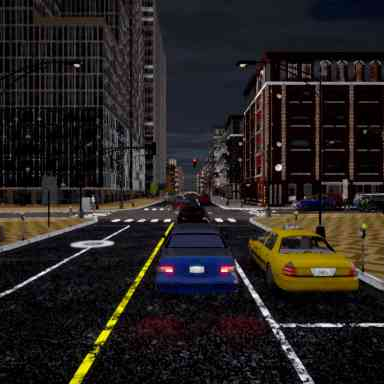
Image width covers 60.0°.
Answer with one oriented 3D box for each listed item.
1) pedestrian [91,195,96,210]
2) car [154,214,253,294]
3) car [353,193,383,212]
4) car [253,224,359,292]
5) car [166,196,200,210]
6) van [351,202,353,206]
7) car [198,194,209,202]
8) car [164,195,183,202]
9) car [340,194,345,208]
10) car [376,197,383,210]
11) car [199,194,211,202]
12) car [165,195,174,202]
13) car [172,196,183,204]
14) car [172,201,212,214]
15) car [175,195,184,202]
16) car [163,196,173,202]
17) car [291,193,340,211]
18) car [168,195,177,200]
[{"bbox_3d":[-12.366,1.270,41.628,0.375,1.860,0.375,0,1,-1],"label":"pedestrian"},{"bbox_3d":[0.093,1.547,8.945,2.033,1.411,5.357,0,0,0],"label":"car"},{"bbox_3d":[19.361,1.092,33.657,4.553,1.767,2.097,-1,0,0],"label":"car"},{"bbox_3d":[2.560,1.525,8.798,1.752,1.417,4.829,0,0,0],"label":"car"},{"bbox_3d":[-1.104,1.554,39.700,1.994,1.385,4.181,-1,0,-24],"label":"car"},{"bbox_3d":[20.953,1.050,39.056,3.998,1.788,1.690,-1,1,-1],"label":"van"},{"bbox_3d":[2.532,1.320,74.630,2.192,1.841,5.009,0,0,0],"label":"car"},{"bbox_3d":[-2.862,1.494,54.407,2.128,1.511,4.902,0,0,0],"label":"car"},{"bbox_3d":[15.297,1.094,38.994,5.009,1.841,2.192,-1,1,-1],"label":"car"},{"bbox_3d":[23.072,1.213,36.628,4.674,1.442,1.812,-1,0,0],"label":"car"},{"bbox_3d":[2.537,1.318,63.445,2.192,1.841,5.009,0,0,0],"label":"car"},{"bbox_3d":[-5.351,1.550,80.220,1.887,1.381,4.507,0,0,0],"label":"car"},{"bbox_3d":[-2.813,1.529,65.892,1.812,1.442,4.674,0,0,0],"label":"car"},{"bbox_3d":[0.075,1.505,18.687,1.837,1.490,4.892,0,0,0],"label":"car"},{"bbox_3d":[-2.783,1.482,76.328,1.882,1.535,5.008,0,0,0],"label":"car"},{"bbox_3d":[-5.348,1.555,74.627,2.008,1.369,4.403,0,0,0],"label":"car"},{"bbox_3d":[13.270,1.162,36.492,4.553,1.767,2.097,-1,0,-1],"label":"car"},{"bbox_3d":[-5.355,1.558,91.406,2.008,1.369,4.403,0,0,0],"label":"car"}]
